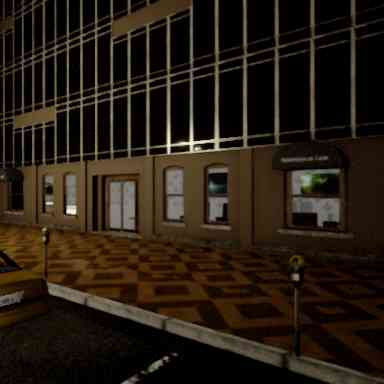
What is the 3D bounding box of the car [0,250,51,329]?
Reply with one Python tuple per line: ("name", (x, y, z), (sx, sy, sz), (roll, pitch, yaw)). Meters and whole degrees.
("car", (-4.527, 1.505, 6.107), (4.829, 1.417, 1.752), (0, 0, 35))
